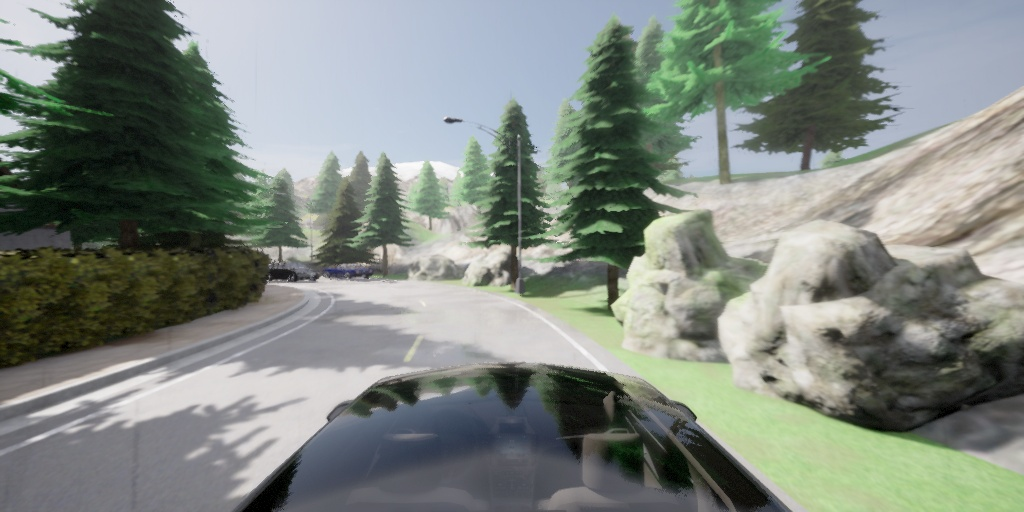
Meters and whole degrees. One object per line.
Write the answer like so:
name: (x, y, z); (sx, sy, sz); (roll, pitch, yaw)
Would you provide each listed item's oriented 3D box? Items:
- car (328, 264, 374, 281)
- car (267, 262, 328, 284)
car: (-13.781, 1.307, 29.991); (4.718, 1.301, 1.895); (0, 0, 32)
car: (-16.825, 1.237, 27.350); (4.902, 1.511, 2.128); (0, 0, 27)
